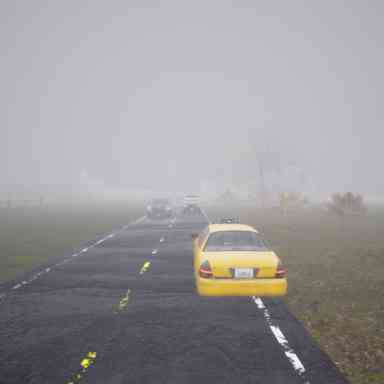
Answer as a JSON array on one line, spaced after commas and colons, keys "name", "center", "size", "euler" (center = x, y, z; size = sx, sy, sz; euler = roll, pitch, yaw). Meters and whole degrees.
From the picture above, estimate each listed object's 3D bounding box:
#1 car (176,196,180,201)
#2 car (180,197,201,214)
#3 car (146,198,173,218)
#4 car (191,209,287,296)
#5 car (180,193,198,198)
[{"name": "car", "center": [-2.958, 1.605, 83.409], "size": [1.895, 1.301, 4.718], "euler": [0, 0, 0]}, {"name": "car", "center": [-0.009, 1.518, 34.900], "size": [1.812, 1.442, 4.674], "euler": [0, 0, 0]}, {"name": "car", "center": [-2.824, 1.345, 29.950], "size": [2.097, 1.767, 4.553], "euler": [0, 0, 0]}, {"name": "car", "center": [0.943, 1.454, 8.634], "size": [1.801, 1.575, 5.366], "euler": [0, 0, 0]}, {"name": "car", "center": [-0.086, 1.212, 45.226], "size": [2.150, 2.045, 5.566], "euler": [0, 0, 0]}]
